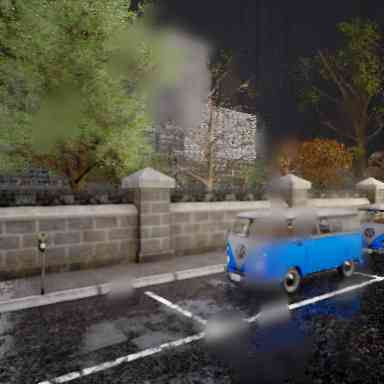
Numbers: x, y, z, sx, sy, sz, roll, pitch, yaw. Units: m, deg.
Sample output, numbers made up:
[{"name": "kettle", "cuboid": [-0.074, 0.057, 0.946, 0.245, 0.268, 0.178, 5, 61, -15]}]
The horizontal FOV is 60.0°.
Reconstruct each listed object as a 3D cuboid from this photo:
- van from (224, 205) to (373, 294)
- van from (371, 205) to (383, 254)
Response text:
[{"name": "van", "cuboid": [2.664, 1.328, 8.455, 3.998, 1.788, 1.690, 0, 0, -35]}, {"name": "van", "cuboid": [7.247, 1.319, 11.723, 3.998, 1.788, 1.690, 0, 0, -35]}]
